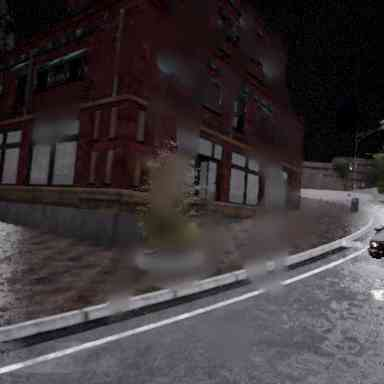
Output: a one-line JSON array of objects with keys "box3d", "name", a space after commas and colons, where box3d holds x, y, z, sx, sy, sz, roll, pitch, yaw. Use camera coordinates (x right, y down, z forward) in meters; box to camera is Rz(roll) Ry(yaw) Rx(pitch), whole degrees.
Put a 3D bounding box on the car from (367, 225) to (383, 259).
[{"box3d": [7.825, 1.519, 11.767, 2.033, 1.411, 5.357, 1, 1, 41], "name": "car"}]
